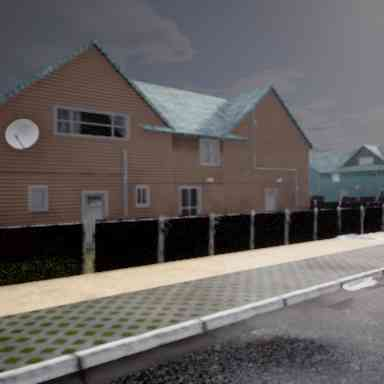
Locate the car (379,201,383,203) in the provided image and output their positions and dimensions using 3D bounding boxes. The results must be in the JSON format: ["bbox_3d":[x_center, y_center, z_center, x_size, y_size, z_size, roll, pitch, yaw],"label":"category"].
[{"bbox_3d":[17.987,1.409,29.917,2.033,1.411,5.357,-1,1,-36],"label":"car"}]
